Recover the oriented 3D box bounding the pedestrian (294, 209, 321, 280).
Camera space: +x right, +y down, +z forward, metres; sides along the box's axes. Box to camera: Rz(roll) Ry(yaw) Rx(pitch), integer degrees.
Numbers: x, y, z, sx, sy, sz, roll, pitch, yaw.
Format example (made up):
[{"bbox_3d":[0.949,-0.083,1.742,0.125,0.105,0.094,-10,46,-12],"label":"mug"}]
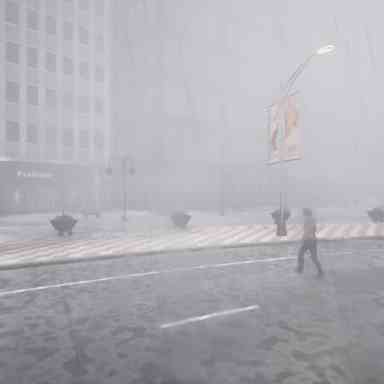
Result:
[{"bbox_3d":[3.041,1.294,8.771,0.375,1.860,0.375,0,0,-24],"label":"pedestrian"}]
